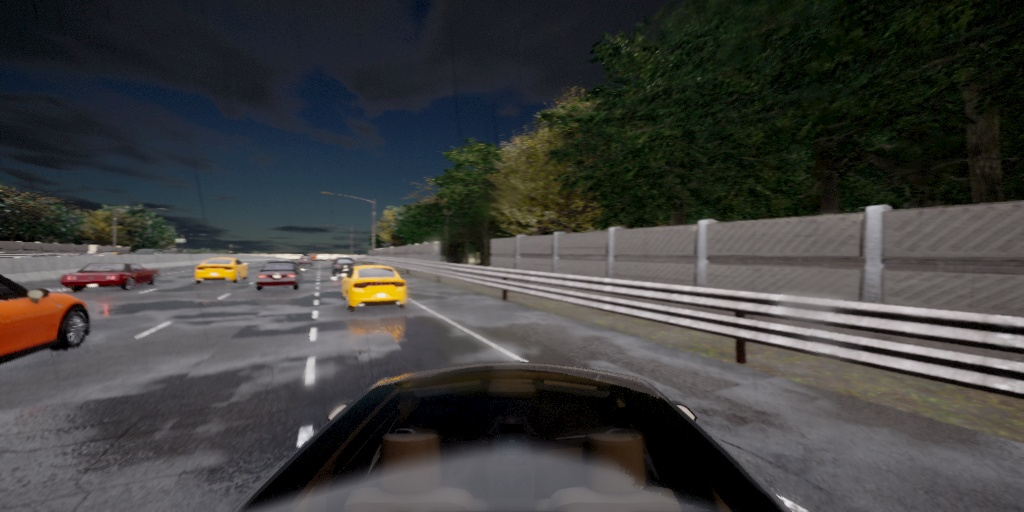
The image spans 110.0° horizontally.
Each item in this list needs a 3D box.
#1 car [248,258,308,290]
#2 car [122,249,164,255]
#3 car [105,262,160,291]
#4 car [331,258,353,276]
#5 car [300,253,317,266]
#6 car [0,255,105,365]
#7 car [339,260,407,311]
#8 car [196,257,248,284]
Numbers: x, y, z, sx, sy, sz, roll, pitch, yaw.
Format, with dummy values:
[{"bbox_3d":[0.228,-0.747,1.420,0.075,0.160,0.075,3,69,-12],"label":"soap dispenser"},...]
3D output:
[{"bbox_3d":[-12.477,0.998,19.445,2.033,1.411,5.357,1,0,-28],"label":"car"},{"bbox_3d":[-46.074,0.110,45.327,2.150,2.045,5.566,1,0,-27],"label":"car"},{"bbox_3d":[-19.290,0.955,17.560,1.895,1.301,4.718,1,0,-28],"label":"car"},{"bbox_3d":[-13.868,0.874,29.731,1.812,1.442,4.674,1,0,-28],"label":"car"},{"bbox_3d":[-28.651,0.626,49.870,2.033,1.411,5.357,1,0,-28],"label":"car"},{"bbox_3d":[-8.836,0.952,5.356,2.097,1.767,4.553,1,0,-28],"label":"car"},{"bbox_3d":[-5.355,1.082,13.717,1.882,1.535,5.008,1,0,-28],"label":"car"},{"bbox_3d":[-17.789,0.821,22.197,1.882,1.535,5.008,1,1,-28],"label":"car"}]
